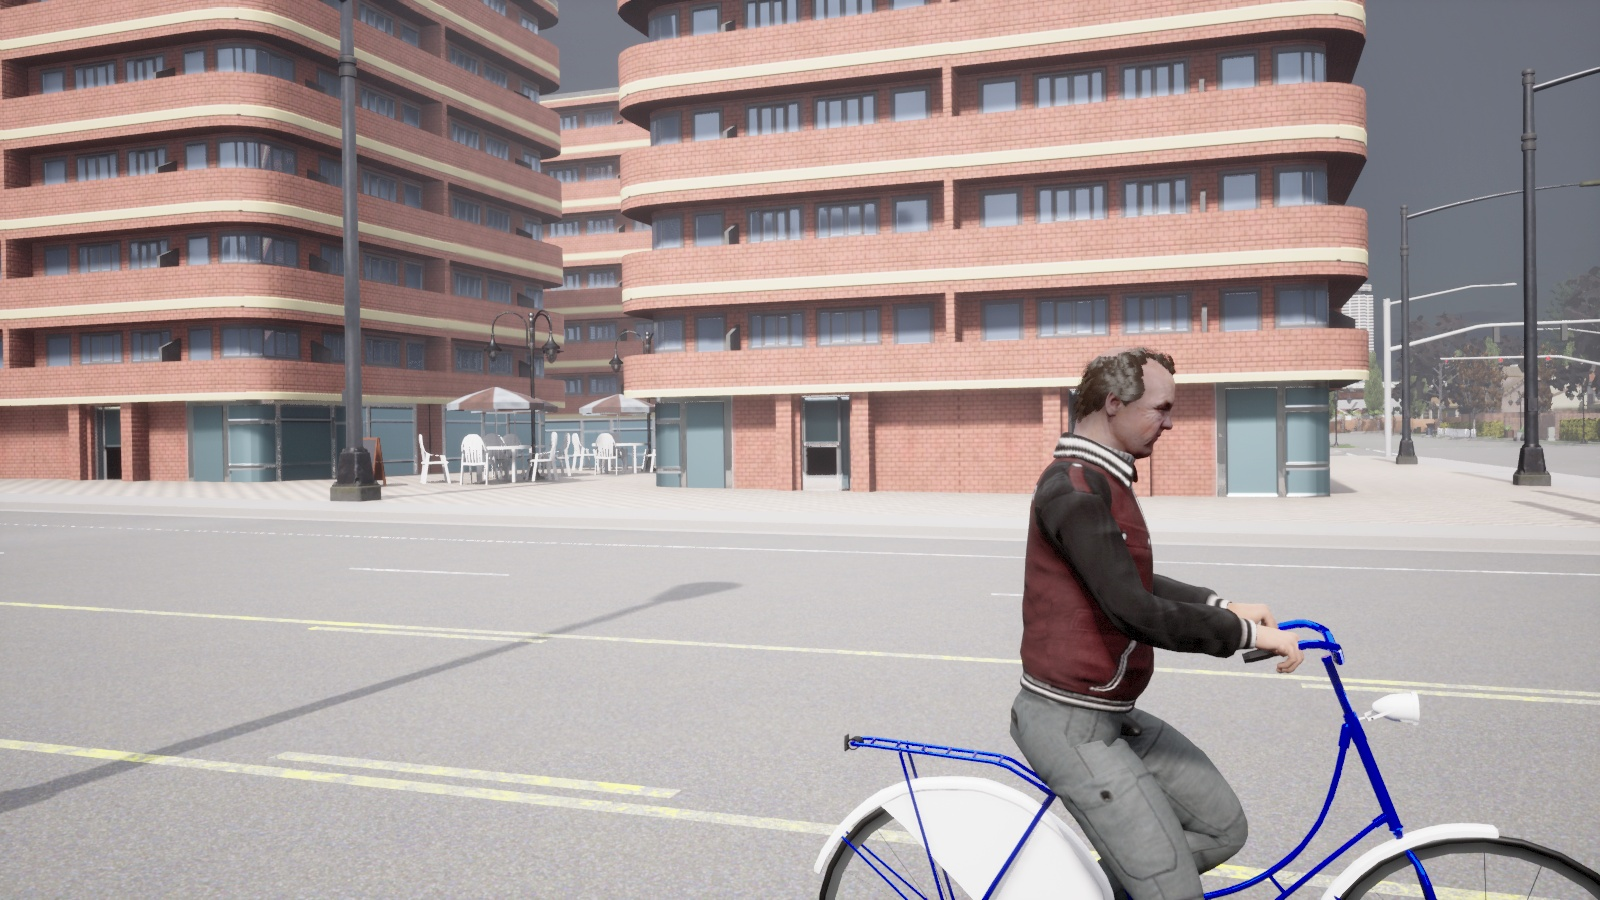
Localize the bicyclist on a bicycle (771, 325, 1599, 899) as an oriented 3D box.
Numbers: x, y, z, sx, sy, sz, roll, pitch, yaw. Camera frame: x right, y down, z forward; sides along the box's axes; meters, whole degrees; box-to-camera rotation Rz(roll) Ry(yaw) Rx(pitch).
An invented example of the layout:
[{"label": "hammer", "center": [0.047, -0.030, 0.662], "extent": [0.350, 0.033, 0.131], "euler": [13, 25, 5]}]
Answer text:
[{"label": "bicyclist on a bicycle", "center": [0.913, 0.654, 2.814], "extent": [1.843, 1.776, 0.659], "euler": [0, 1, 18]}]
